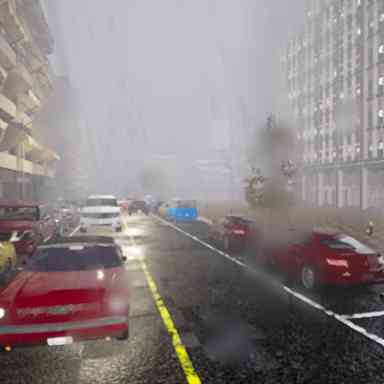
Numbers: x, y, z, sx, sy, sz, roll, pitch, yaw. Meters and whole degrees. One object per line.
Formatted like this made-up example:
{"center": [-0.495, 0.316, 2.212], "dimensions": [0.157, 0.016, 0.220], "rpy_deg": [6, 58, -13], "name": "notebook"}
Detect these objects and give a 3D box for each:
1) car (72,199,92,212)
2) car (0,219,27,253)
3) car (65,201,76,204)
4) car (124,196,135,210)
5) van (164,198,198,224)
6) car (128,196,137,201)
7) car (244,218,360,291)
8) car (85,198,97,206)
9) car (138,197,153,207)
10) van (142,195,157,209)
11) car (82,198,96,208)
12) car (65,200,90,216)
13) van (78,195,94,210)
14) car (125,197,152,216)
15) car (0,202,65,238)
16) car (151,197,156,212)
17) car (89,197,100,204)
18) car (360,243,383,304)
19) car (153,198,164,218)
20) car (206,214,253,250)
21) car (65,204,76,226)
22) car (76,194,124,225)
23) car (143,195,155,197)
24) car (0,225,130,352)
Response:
{"center": [-12.821, 1.565, 39.118], "dimensions": [1.887, 1.381, 4.507], "rpy_deg": [0, 0, -14], "name": "car"}
{"center": [-4.966, 1.524, 6.728], "dimensions": [1.752, 1.417, 4.829], "rpy_deg": [0, 0, -14], "name": "car"}
{"center": [-8.913, 1.557, 23.006], "dimensions": [2.008, 1.369, 4.403], "rpy_deg": [0, 0, -14], "name": "car"}
{"center": [-7.900, 1.381, 43.331], "dimensions": [2.097, 1.767, 4.553], "rpy_deg": [0, 0, -13], "name": "car"}
{"center": [-0.770, 1.354, 24.981], "dimensions": [1.690, 1.788, 3.998], "rpy_deg": [0, 0, -14], "name": "van"}
{"center": [-15.097, 1.638, 84.061], "dimensions": [1.887, 1.381, 4.507], "rpy_deg": [0, 0, -14], "name": "car"}
{"center": [3.139, 1.587, 8.868], "dimensions": [1.802, 1.307, 4.206], "rpy_deg": [0, 0, -14], "name": "car"}
{"center": [-16.728, 1.623, 55.231], "dimensions": [1.802, 1.307, 4.206], "rpy_deg": [0, 0, -14], "name": "car"}
{"center": [-7.322, 1.566, 52.000], "dimensions": [1.752, 1.417, 4.829], "rpy_deg": [0, 0, -14], "name": "car"}
{"center": [-5.981, 1.375, 46.465], "dimensions": [1.690, 1.788, 3.998], "rpy_deg": [0, 0, -14], "name": "van"}
{"center": [-15.426, 1.616, 49.860], "dimensions": [1.802, 1.307, 4.206], "rpy_deg": [0, 0, -14], "name": "car"}
{"center": [-11.518, 1.581, 33.747], "dimensions": [1.947, 1.339, 4.313], "rpy_deg": [0, 0, -14], "name": "car"}
{"center": [-14.125, 1.368, 44.490], "dimensions": [1.690, 1.788, 3.998], "rpy_deg": [0, 0, -14], "name": "van"}
{"center": [-5.430, 1.522, 33.201], "dimensions": [1.837, 1.490, 4.892], "rpy_deg": [0, 0, -13], "name": "car"}
{"center": [-6.309, 1.316, 12.263], "dimensions": [2.192, 1.841, 5.009], "rpy_deg": [0, 0, -14], "name": "car"}
{"center": [-3.374, 1.587, 35.723], "dimensions": [1.947, 1.339, 4.313], "rpy_deg": [0, 0, -14], "name": "car"}
{"center": [-19.333, 1.623, 65.973], "dimensions": [1.947, 1.339, 4.313], "rpy_deg": [0, 0, -14], "name": "car"}
{"center": [4.401, 1.530, 3.662], "dimensions": [1.752, 1.417, 4.829], "rpy_deg": [0, 0, -14], "name": "car"}
{"center": [-2.111, 1.542, 30.516], "dimensions": [1.752, 1.417, 4.829], "rpy_deg": [0, 0, -14], "name": "car"}
{"center": [1.836, 1.589, 14.238], "dimensions": [1.802, 1.307, 4.206], "rpy_deg": [0, 0, -14], "name": "car"}
{"center": [-7.610, 1.554, 17.635], "dimensions": [2.008, 1.369, 4.403], "rpy_deg": [0, 0, -14], "name": "car"}
{"center": [-5.414, 1.227, 20.010], "dimensions": [2.150, 2.045, 5.566], "rpy_deg": [0, 0, -14], "name": "car"}
{"center": [-4.677, 1.467, 41.093], "dimensions": [1.967, 1.590, 4.097], "rpy_deg": [0, 0, -14], "name": "car"}
{"center": [-2.212, 1.602, 6.412], "dimensions": [1.895, 1.301, 4.718], "rpy_deg": [0, 0, -14], "name": "car"}
